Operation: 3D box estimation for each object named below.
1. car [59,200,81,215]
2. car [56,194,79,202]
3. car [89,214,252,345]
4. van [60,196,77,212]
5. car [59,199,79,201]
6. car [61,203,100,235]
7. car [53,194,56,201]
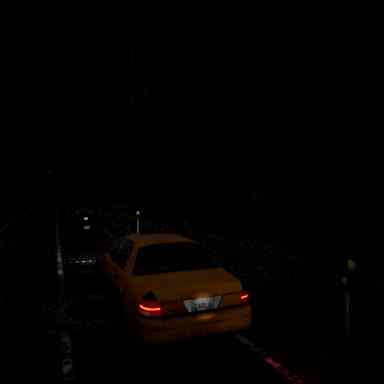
[{"bbox_3d":[-8.219,1.546,23.802,2.008,1.369,4.403,0,0,-23],"label":"car"},{"bbox_3d":[-12.449,1.308,34.007,2.192,1.841,5.009,0,0,-23],"label":"car"},{"bbox_3d":[-0.838,1.456,6.757,1.801,1.575,5.366,0,0,-23],"label":"car"},{"bbox_3d":[-14.565,1.333,39.110,1.690,1.788,3.998,0,0,-23],"label":"van"},{"bbox_3d":[-10.334,1.560,28.904,1.947,1.339,4.313,0,0,-23],"label":"car"},{"bbox_3d":[-6.104,1.547,18.699,2.008,1.369,4.403,0,0,-23],"label":"car"},{"bbox_3d":[-31.636,1.450,79.545,1.967,1.590,4.097,0,0,-24],"label":"car"}]
